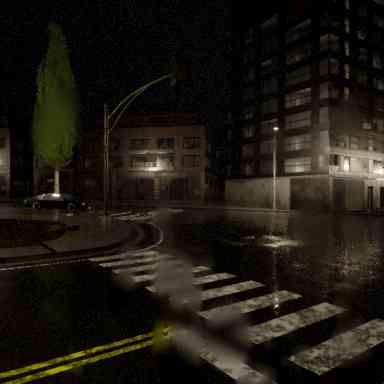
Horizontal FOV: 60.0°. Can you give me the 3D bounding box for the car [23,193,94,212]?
[{"bbox_3d":[-10.534,0.787,26.305,5.357,1.411,2.033,1,0,11],"label":"car"}]
